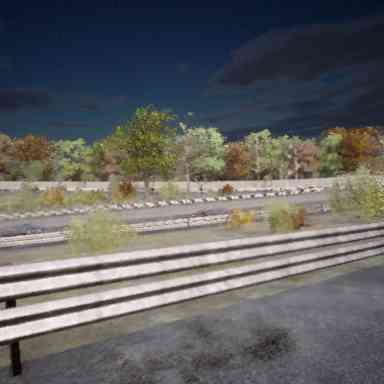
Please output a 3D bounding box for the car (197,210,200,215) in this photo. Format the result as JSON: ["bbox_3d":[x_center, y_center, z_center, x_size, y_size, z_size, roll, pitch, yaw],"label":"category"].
[{"bbox_3d":[3.233,3.111,53.861,4.718,1.301,1.895,-4,2,-21],"label":"car"}]

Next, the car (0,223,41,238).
[{"bbox_3d":[-21.645,4.980,40.679,4.902,1.511,2.128,-4,2,-21],"label":"car"}]

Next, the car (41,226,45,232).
[{"bbox_3d":[-22.127,4.898,44.241,4.674,1.442,1.812,-4,2,-21],"label":"car"}]

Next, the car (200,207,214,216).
[{"bbox_3d":[4.489,3.117,50.592,5.357,1.411,2.033,-4,2,-21],"label":"car"}]

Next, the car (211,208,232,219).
[{"bbox_3d":[5.806,3.116,47.346,4.902,1.511,2.128,-4,2,-21],"label":"car"}]
